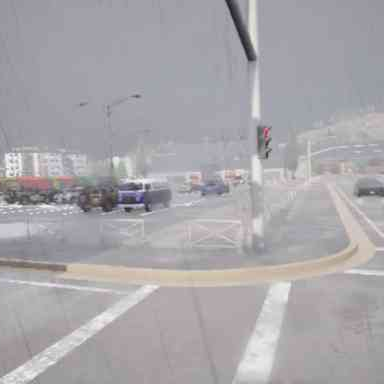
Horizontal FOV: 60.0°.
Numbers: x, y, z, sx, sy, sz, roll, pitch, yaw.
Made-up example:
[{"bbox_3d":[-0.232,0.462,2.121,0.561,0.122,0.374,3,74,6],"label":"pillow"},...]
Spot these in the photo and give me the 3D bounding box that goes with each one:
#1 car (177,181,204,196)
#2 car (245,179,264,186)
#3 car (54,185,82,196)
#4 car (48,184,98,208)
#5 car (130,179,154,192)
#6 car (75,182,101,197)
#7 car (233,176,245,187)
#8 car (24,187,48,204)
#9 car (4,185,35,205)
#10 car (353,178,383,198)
[{"bbox_3d":[-0.392,-0.646,43.577,1.970,1.475,3.806,-1,3,21],"label":"car"},{"bbox_3d":[11.113,-2.022,57.732,1.932,1.855,4.605,-1,3,21],"label":"car"},{"bbox_3d":[-18.839,-0.283,50.744,1.784,1.438,3.905,-1,3,21],"label":"car"},{"bbox_3d":[-11.227,0.355,31.622,1.970,1.475,3.806,-1,3,21],"label":"car"},{"bbox_3d":[-9.854,-1.572,65.931,1.905,1.878,3.866,-1,3,21],"label":"car"},{"bbox_3d":[-16.173,-0.547,49.622,1.932,1.855,4.605,-1,3,21],"label":"car"},{"bbox_3d":[8.437,-1.964,58.834,1.905,1.878,3.866,-1,3,21],"label":"car"},{"bbox_3d":[-13.925,0.381,32.673,1.784,1.438,3.905,-1,3,21],"label":"car"},{"bbox_3d":[-16.451,0.227,33.591,1.932,1.855,4.605,-1,3,21],"label":"car"},{"bbox_3d":[14.573,-0.394,27.586,1.882,1.535,5.008,-1,3,21],"label":"car"}]
